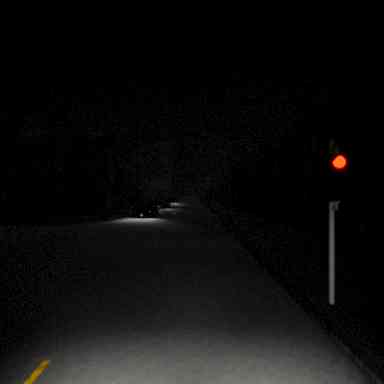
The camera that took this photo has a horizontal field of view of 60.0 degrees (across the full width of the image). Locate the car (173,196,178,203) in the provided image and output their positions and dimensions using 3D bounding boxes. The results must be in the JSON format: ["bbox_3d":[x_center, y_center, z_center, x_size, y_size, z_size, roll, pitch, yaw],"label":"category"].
[{"bbox_3d":[-3.837,1.533,66.601,1.895,1.301,4.718,0,0,0],"label":"car"}]

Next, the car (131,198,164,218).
[{"bbox_3d":[-4.070,1.517,30.044,2.033,1.411,5.357,0,0,2],"label":"car"}]

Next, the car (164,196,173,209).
[{"bbox_3d":[-3.985,1.480,44.735,1.812,1.442,4.674,0,0,0],"label":"car"}]
